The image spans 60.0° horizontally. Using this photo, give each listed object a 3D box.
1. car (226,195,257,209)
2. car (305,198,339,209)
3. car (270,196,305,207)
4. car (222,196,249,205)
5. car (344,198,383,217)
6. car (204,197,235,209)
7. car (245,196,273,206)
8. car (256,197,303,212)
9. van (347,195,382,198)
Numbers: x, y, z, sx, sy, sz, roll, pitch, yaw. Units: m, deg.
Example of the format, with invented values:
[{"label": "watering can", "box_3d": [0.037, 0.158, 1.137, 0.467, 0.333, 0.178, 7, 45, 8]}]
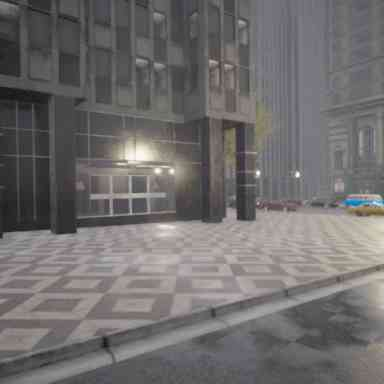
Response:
[{"label": "car", "box_3d": [6.884, 1.291, 42.206, 2.192, 1.841, 5.009, -1, 1, -36]}, {"label": "car", "box_3d": [16.759, 1.411, 43.092, 1.947, 1.339, 4.313, -1, 1, -36]}, {"label": "car", "box_3d": [13.592, 1.375, 47.482, 1.887, 1.381, 4.507, -1, 1, -36]}, {"label": "car", "box_3d": [7.259, 1.352, 56.263, 2.008, 1.369, 4.403, -1, 1, -36]}, {"label": "car", "box_3d": [16.263, 1.549, 29.196, 1.752, 1.417, 4.829, -1, 1, -36]}, {"label": "car", "box_3d": [3.792, 1.513, 46.498, 2.008, 1.369, 4.403, -1, 1, -36]}, {"label": "car", "box_3d": [10.425, 1.398, 51.874, 1.802, 1.307, 4.206, -1, 1, -36]}, {"label": "car", "box_3d": [9.980, 1.536, 37.919, 1.887, 1.381, 4.507, -1, 1, -36]}, {"label": "van", "box_3d": [19.923, 1.202, 38.700, 1.690, 1.788, 3.998, -1, 1, -36]}]
